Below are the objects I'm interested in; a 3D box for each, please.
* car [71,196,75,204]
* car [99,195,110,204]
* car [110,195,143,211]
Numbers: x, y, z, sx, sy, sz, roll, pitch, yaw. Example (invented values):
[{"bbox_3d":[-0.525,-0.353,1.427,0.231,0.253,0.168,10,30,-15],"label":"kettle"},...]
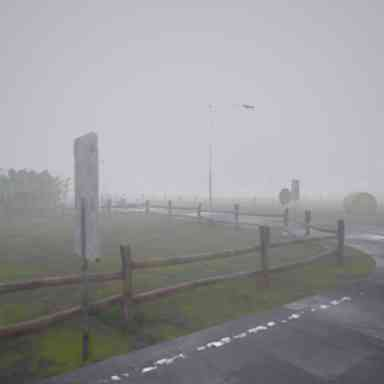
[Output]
[{"bbox_3d":[-17.040,1.121,51.148,1.895,1.301,4.718,-1,1,-36],"label":"car"},{"bbox_3d":[-12.025,1.150,49.019,2.033,1.411,5.357,-1,1,-35],"label":"car"},{"bbox_3d":[-7.183,1.256,37.454,1.812,1.442,4.674,-1,1,-36],"label":"car"}]
